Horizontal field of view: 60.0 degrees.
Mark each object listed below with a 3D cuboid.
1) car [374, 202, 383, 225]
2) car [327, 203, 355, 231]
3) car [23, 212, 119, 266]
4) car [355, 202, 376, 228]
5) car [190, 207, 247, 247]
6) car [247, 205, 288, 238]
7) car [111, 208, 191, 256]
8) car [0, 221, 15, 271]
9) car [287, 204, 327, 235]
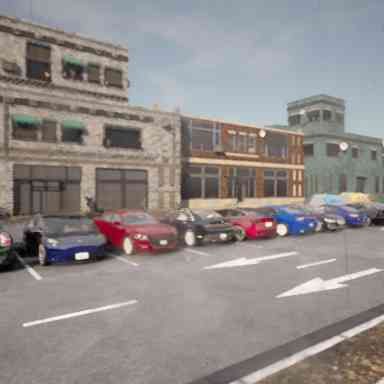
[{"bbox_3d":[11.131,1.509,23.231,2.163,1.488,4.792,0,0,-36],"label":"car"},{"bbox_3d":[6.721,1.475,20.058,2.231,1.521,4.892,0,0,-35],"label":"car"},{"bbox_3d":[-4.672,1.506,11.887,2.163,1.488,4.792,0,0,-36],"label":"car"},{"bbox_3d":[8.887,1.516,21.592,2.002,1.452,4.674,0,0,-36],"label":"car"},{"bbox_3d":[-0.160,1.474,15.133,2.231,1.521,4.892,0,0,-36],"label":"car"},{"bbox_3d":[2.081,1.501,16.776,2.163,1.488,4.792,0,0,-35],"label":"car"},{"bbox_3d":[-2.430,1.474,13.529,2.097,1.535,5.008,0,0,-36],"label":"car"},{"bbox_3d":[-6.929,1.354,10.279,2.185,1.767,4.553,0,0,-36],"label":"car"},{"bbox_3d":[4.465,1.472,18.434,2.097,1.535,5.008,0,0,-36],"label":"car"}]
